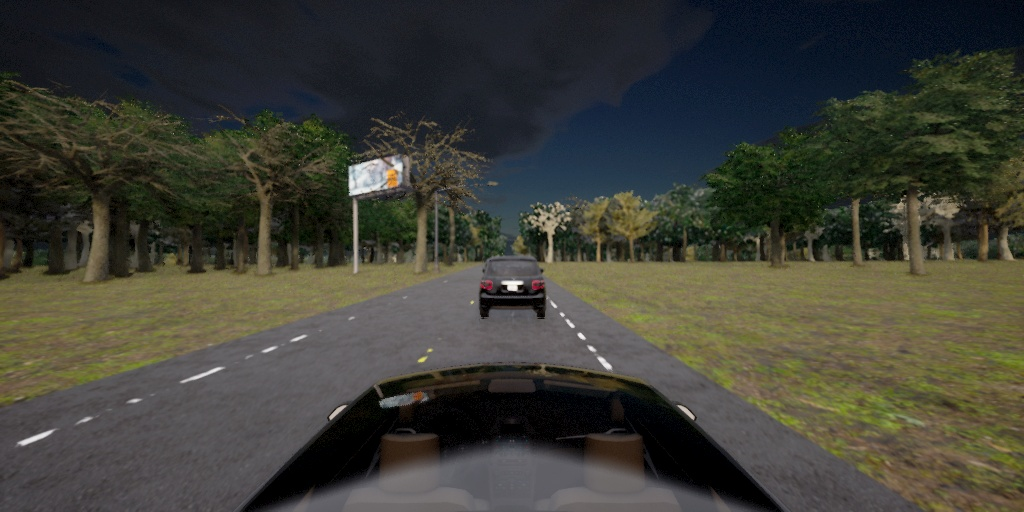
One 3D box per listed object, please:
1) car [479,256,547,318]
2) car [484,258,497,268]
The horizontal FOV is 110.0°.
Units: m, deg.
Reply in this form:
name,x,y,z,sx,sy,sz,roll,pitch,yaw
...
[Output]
name,x,y,z,sx,sy,sz,roll,pitch,yaw
car,0.038,1.015,13.261,2.150,2.045,5.566,0,0,1
car,-3.548,1.158,59.649,1.882,1.535,5.008,0,0,0
